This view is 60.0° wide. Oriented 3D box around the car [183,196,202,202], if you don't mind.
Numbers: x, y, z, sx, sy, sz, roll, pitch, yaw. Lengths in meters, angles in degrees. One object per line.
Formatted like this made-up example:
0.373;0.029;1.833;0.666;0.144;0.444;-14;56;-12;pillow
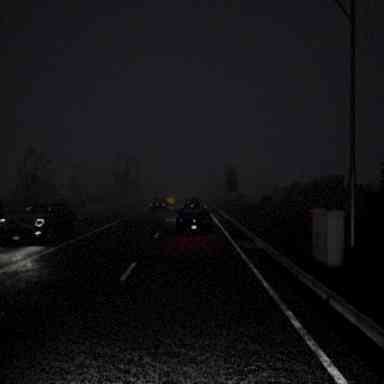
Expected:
0.053;1.234;39.094;1.837;1.490;4.892;0;1;1;car

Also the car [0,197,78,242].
-7.046;1.243;15.576;2.097;1.767;4.553;0;0;0;car

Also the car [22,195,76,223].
-10.493;1.178;24.845;2.097;1.767;4.553;0;0;0;car

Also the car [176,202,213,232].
0.106;1.468;18.900;1.895;1.301;4.718;0;0;0;car

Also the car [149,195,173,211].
-3.487;1.295;36.078;2.033;1.411;5.357;0;0;0;car

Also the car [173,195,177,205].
-3.380;1.132;49.463;1.882;1.535;5.008;0;1;1;car
